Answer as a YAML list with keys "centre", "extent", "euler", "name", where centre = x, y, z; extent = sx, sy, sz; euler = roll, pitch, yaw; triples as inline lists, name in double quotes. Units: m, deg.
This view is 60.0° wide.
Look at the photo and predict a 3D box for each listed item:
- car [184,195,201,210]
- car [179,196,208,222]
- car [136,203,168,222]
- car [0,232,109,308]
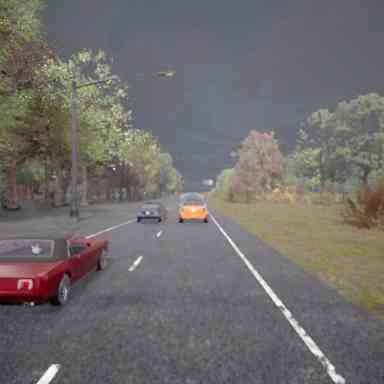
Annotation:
- centre: [0.090, 1.325, 43.681]
  extent: [2.097, 1.767, 4.553]
  euler: [0, 0, 0]
  name: "car"
- centre: [0.103, 1.334, 26.039]
  extent: [2.097, 1.767, 4.553]
  euler: [0, 0, 0]
  name: "car"
- centre: [-3.047, 1.530, 26.018]
  extent: [2.033, 1.411, 5.357]
  euler: [0, 0, 2]
  name: "car"
- centre: [-3.392, 1.595, 7.870]
  extent: [1.895, 1.301, 4.718]
  euler: [0, 0, 0]
  name: "car"
